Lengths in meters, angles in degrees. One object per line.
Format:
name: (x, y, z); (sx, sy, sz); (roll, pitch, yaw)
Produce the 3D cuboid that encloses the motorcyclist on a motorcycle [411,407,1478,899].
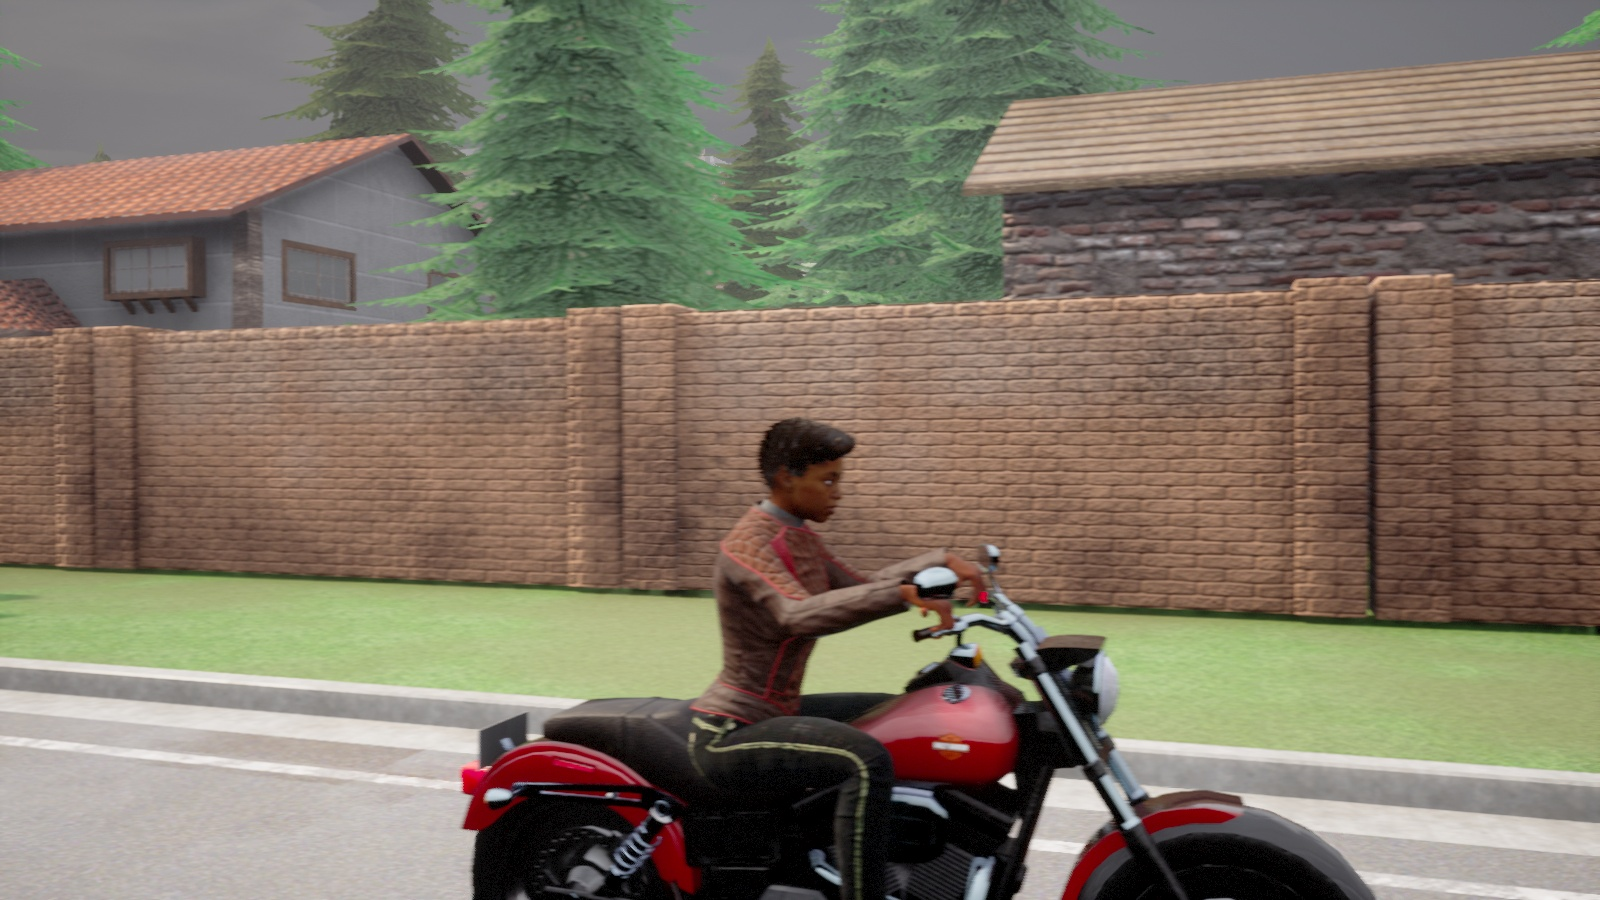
motorcyclist on a motorcycle: (0.272, 0.728, 3.100); (2.350, 1.649, 0.766); (1, 1, 19)
